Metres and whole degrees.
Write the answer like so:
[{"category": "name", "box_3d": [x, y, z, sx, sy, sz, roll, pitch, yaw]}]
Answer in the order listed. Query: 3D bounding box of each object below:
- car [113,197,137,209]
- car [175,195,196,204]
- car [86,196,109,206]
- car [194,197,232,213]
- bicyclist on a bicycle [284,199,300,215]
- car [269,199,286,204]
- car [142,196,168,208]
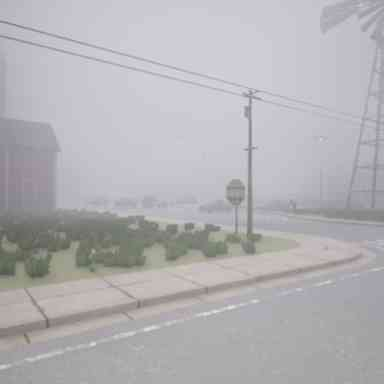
[{"category": "car", "box_3d": [-9.955, 1.502, 49.129, 2.097, 1.767, 4.553, 1, 0, -36]}, {"category": "car", "box_3d": [-0.986, 1.586, 66.153, 4.605, 1.855, 1.932, 1, 0, -36]}, {"category": "car", "box_3d": [-15.953, 1.641, 57.143, 2.128, 1.511, 4.902, 1, 0, -37]}, {"category": "car", "box_3d": [2.753, 1.690, 39.556, 4.193, 1.474, 1.816, 1, 0, -36]}, {"category": "bicyclist on a bicycle", "box_3d": [10.193, 1.505, 33.951, 1.656, 1.620, 0.582, 0, 0, -2]}, {"category": "car", "box_3d": [12.431, 1.799, 48.115, 3.905, 1.438, 1.784, 1, 0, -36]}, {"category": "car", "box_3d": [-5.665, 1.493, 50.103, 3.866, 1.878, 1.905, 1, 0, -36]}]
